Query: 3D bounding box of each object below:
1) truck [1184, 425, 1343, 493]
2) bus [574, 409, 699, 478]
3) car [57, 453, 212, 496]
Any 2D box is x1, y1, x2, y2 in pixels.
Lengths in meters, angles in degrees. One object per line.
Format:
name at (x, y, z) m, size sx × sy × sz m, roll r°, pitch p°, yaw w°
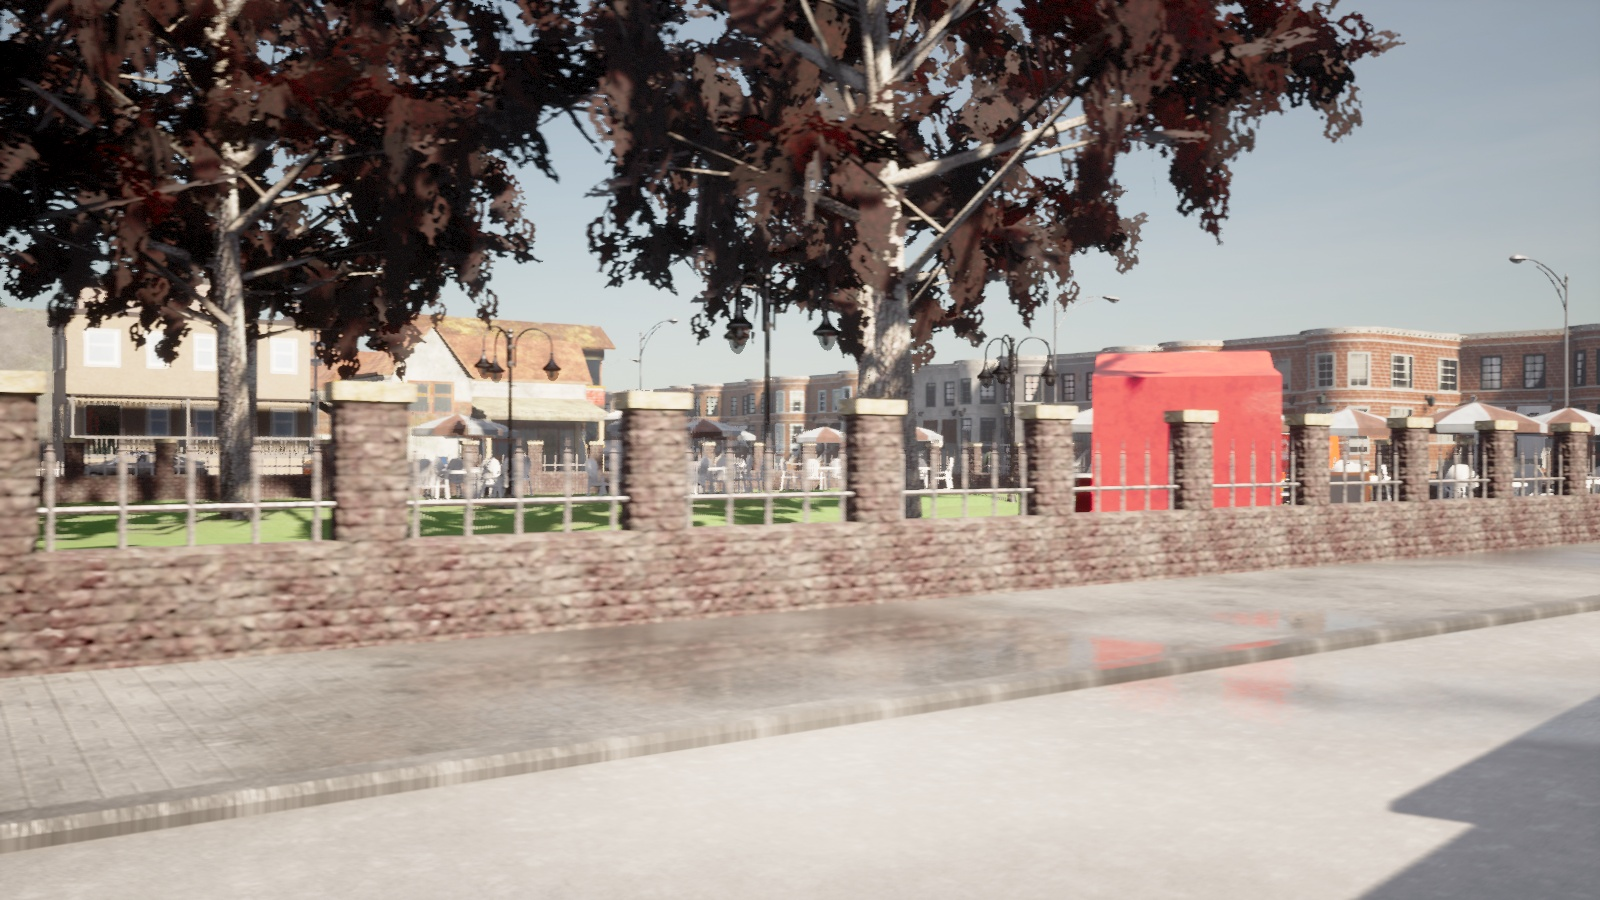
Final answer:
truck at (17.829, 0.339, 48.510) m, size 2.627 × 2.467 × 5.204 m, roll 0°, pitch 0°, yaw -35°
bus at (-10.946, -0.405, 82.979) m, size 3.944 × 4.253 × 10.273 m, roll 0°, pitch 0°, yaw -34°
car at (-24.870, 0.869, 46.983) m, size 4.902 × 1.511 × 2.128 m, roll 0°, pitch 0°, yaw -35°
